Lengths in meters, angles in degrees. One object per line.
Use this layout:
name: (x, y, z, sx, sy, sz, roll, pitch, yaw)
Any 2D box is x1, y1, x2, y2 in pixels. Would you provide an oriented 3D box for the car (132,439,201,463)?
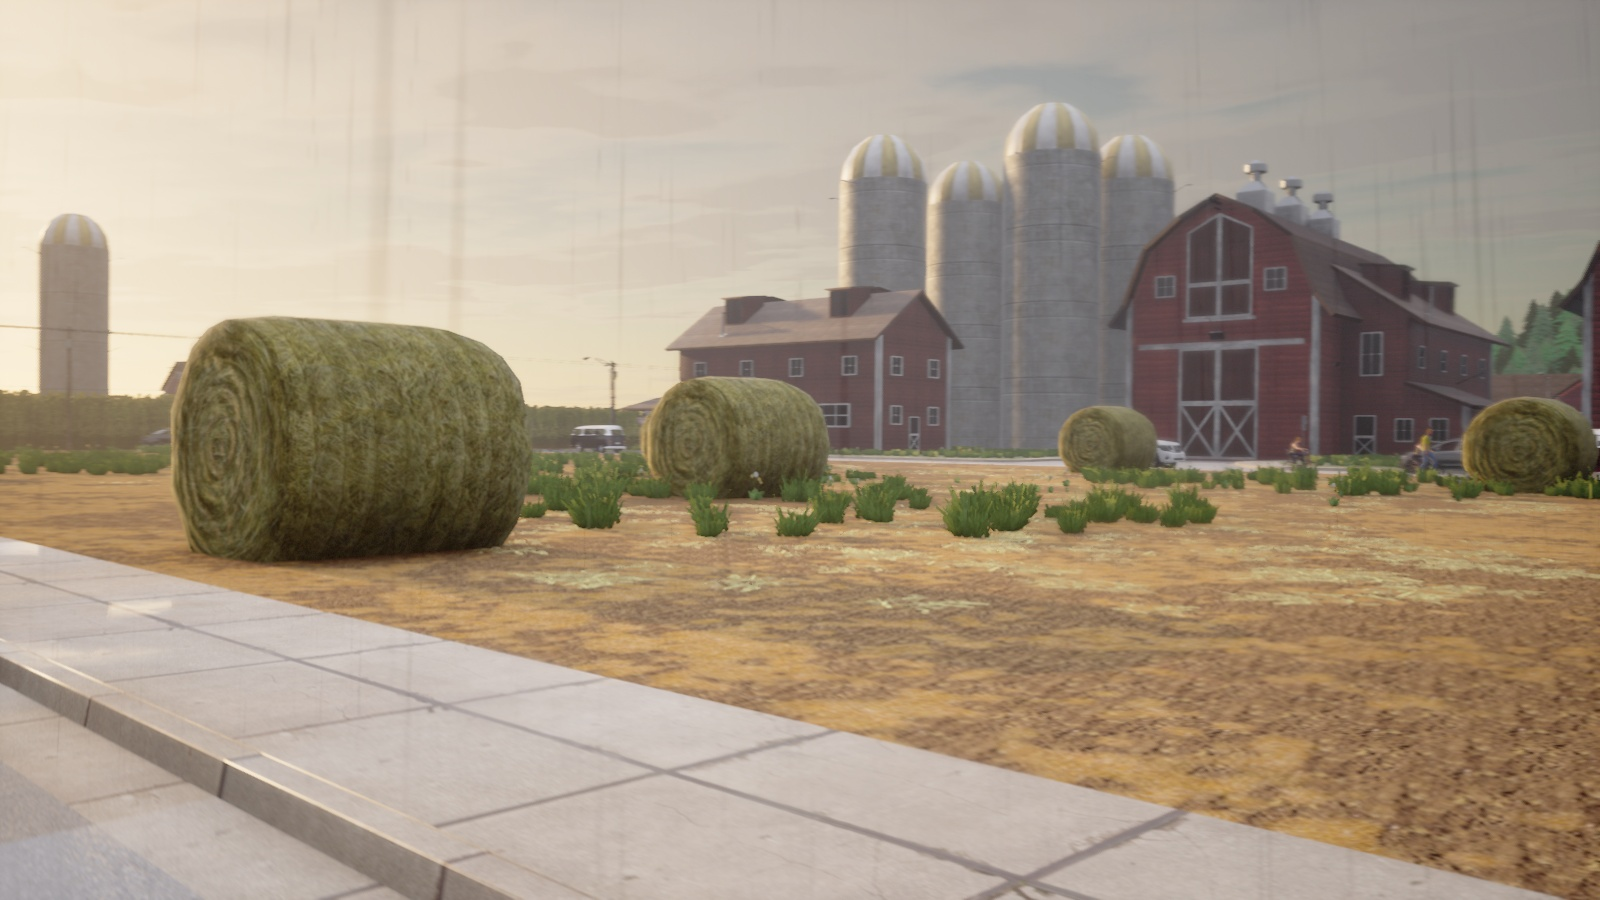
car: (-42.828, 0.062, 84.940, 1.789, 1.549, 3.705, 0, 1, 41)

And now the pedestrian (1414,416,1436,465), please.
pedestrian: (23.597, -0.355, 47.387, 0.706, 1.836, 0.354, 0, 1, 19)

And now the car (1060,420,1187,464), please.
car: (15.695, -0.404, 61.126, 5.566, 2.045, 2.150, 0, 1, 40)

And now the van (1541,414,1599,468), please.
van: (31.163, -0.360, 48.085, 4.480, 2.038, 2.069, 0, 1, 40)

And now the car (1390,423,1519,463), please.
car: (28.570, -0.296, 54.854, 4.611, 1.667, 2.242, 0, 1, 40)

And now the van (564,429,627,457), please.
van: (-14.909, -0.517, 91.526, 4.480, 2.038, 2.069, 0, 1, 40)
